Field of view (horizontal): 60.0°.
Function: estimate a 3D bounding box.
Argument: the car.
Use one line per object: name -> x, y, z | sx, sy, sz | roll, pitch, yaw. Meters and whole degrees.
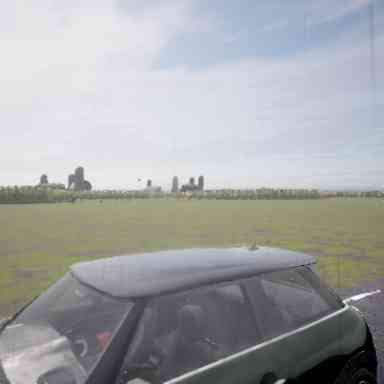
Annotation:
car -> -0.486, 1.356, 2.709 | 4.553, 1.767, 2.097 | 0, 0, -36
